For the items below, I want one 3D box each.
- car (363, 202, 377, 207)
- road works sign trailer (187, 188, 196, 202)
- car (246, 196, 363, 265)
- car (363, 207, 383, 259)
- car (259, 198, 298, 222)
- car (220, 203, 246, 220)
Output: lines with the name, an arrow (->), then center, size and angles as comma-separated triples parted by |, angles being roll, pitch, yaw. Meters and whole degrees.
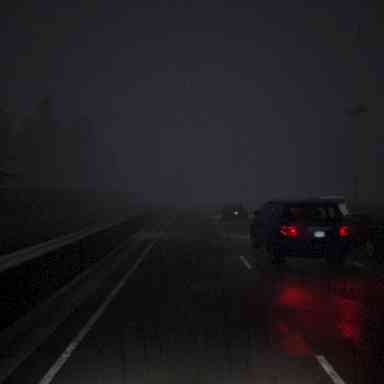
car -> 14.060, 1.582, 28.081 | 2.128, 1.511, 4.902 | 0, 0, 0
road works sign trailer -> -0.027, 0.748, 89.747 | 2.380, 3.560, 2.880 | 0, 0, 0
car -> 3.559, 1.262, 11.916 | 2.150, 2.045, 5.566 | 0, 0, 0
car -> 7.063, 1.520, 12.880 | 1.882, 1.535, 5.008 | 0, -1, 0
car -> 7.057, 1.439, 27.738 | 2.097, 1.767, 4.553 | 0, 0, 0
car -> 3.564, 1.655, 28.761 | 1.994, 1.385, 4.181 | 0, 0, 0
